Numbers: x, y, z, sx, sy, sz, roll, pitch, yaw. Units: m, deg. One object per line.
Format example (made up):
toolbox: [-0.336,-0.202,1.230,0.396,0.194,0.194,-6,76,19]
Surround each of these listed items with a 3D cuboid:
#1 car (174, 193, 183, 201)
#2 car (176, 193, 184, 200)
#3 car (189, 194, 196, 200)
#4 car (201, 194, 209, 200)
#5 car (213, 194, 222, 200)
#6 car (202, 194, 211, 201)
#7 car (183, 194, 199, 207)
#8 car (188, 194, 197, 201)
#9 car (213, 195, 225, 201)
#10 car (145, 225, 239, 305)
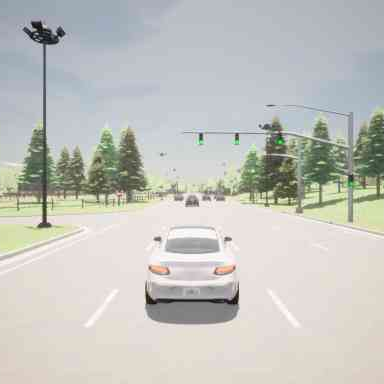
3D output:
car: [-3.400,1.544,82.879,1.994,1.385,4.181,0,0,0]
car: [-3.388,1.188,92.885,2.097,1.767,4.553,0,0,0]
car: [0.112,1.332,92.911,1.837,1.490,4.892,0,0,0]
car: [3.612,1.372,92.907,2.033,1.411,5.357,0,0,0]
car: [7.112,1.385,92.903,1.994,1.385,4.181,0,0,0]
car: [3.600,1.348,82.874,2.097,1.767,4.553,0,0,0]
car: [0.062,1.352,51.848,2.097,1.767,4.553,0,0,0]
car: [0.100,1.348,82.878,2.097,1.767,4.553,0,0,0]
car: [7.099,1.517,82.483,2.128,1.511,4.902,0,0,0]
car: [0.016,1.526,7.975,1.812,1.442,4.674,0,0,0]
